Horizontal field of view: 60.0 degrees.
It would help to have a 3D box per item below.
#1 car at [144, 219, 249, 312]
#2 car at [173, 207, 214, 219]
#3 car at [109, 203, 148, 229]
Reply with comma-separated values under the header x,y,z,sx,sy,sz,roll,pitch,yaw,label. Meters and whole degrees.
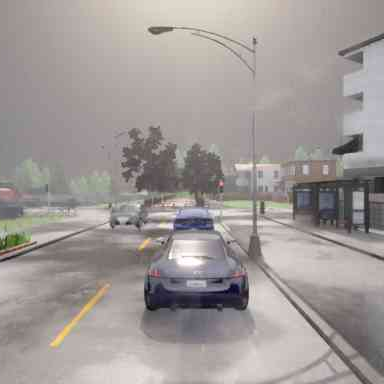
x,y,z,sx,sy,sz,roll,pitch,yaw,label
0.089,1.564,7.787,1.994,1.385,4.181,0,0,0,car
0.079,1.478,16.769,1.882,1.535,5.008,0,0,0,car
-4.028,1.492,21.772,2.128,1.511,4.902,0,0,0,car
